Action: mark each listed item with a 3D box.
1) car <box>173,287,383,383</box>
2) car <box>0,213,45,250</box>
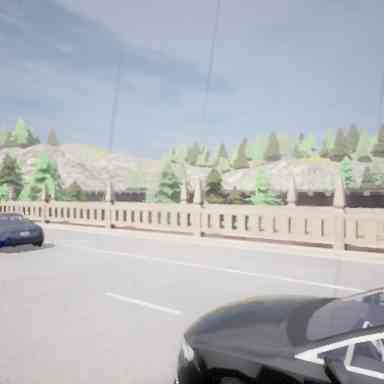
[{"bbox_3d":[2.074,1.491,2.512,4.902,1.511,2.128,0,0,35],"label":"car"},{"bbox_3d":[-8.117,1.590,14.075,4.181,1.385,1.994,0,0,35],"label":"car"}]
